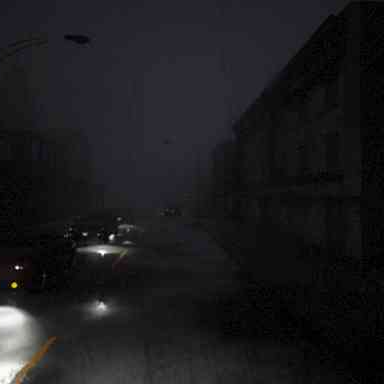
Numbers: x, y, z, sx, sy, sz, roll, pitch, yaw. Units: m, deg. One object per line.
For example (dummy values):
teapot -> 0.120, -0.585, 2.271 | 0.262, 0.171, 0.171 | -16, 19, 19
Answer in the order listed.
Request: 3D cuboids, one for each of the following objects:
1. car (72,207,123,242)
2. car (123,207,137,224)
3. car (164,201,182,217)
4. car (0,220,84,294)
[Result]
car -> -5.120, 1.739, 17.883 | 1.837, 1.490, 4.892 | 0, -1, -4
car -> -5.705, 1.921, 27.765 | 1.994, 1.385, 4.181 | 0, -1, -4
car -> -2.129, 2.035, 37.716 | 1.994, 1.385, 4.181 | 0, -1, -3
car -> -4.578, 1.687, 8.982 | 1.994, 1.385, 4.181 | 0, -1, -3
